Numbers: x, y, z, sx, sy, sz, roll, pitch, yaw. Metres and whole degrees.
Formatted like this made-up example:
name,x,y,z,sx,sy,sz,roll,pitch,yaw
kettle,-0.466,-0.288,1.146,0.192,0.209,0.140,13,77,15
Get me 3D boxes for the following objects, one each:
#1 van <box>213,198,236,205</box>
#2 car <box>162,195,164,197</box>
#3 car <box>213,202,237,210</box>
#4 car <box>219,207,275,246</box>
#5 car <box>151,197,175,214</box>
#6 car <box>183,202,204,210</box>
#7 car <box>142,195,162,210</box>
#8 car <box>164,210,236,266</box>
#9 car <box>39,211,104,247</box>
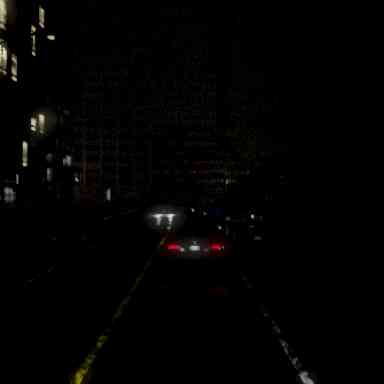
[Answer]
name,x,y,z,sx,sy,sz,roll,pitch,yaw
van,2.568,1.384,26.264,1.690,1.788,3.998,0,0,0
car,-5.380,1.393,53.988,2.192,1.841,5.009,0,0,0
car,2.567,1.579,20.718,1.887,1.381,4.507,0,0,0
car,2.567,1.577,15.172,2.008,1.369,4.403,0,0,0
car,-2.846,1.604,36.364,2.033,1.411,5.357,0,0,0
car,0.096,1.615,32.066,1.994,1.385,4.181,0,0,0
car,-5.311,1.506,42.902,1.967,1.590,4.097,0,0,0
car,0.085,1.567,11.501,2.033,1.411,5.357,0,0,0
car,-5.313,1.571,15.176,1.887,1.381,4.507,0,0,0
